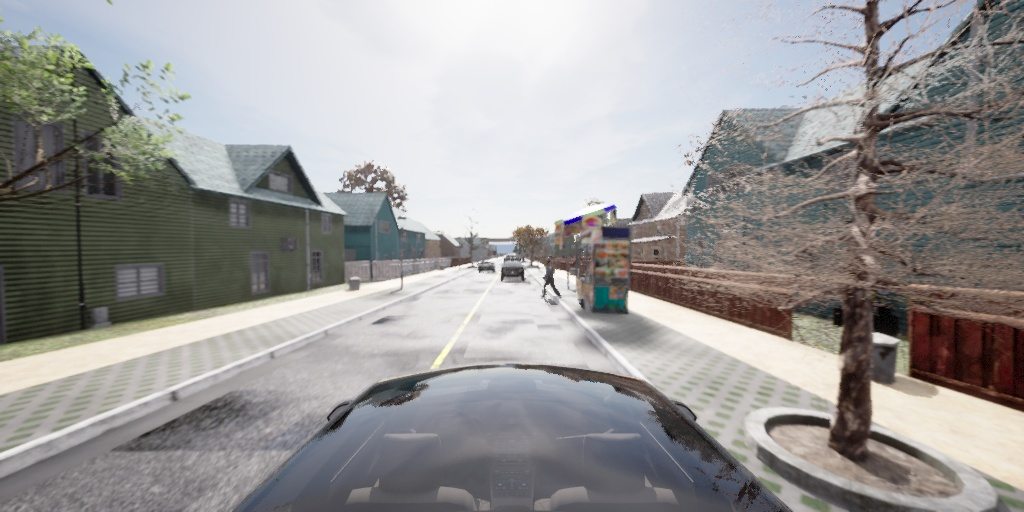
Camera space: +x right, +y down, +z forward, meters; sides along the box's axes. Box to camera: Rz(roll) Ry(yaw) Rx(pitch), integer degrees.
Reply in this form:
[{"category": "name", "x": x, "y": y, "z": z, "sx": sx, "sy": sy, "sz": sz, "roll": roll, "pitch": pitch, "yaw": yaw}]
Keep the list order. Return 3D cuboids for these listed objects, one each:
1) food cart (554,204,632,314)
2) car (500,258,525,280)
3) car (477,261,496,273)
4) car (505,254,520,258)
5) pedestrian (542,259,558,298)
[{"category": "food cart", "x": 3.011, "y": 0.174, "z": 12.954, "sx": 2.280, "sy": 3.560, "sz": 4.660, "roll": 0, "pitch": 0, "yaw": 0}, {"category": "car", "x": 0.063, "y": 1.128, "z": 29.358, "sx": 1.882, "sy": 1.535, "sz": 5.008, "roll": 0, "pitch": 0, "yaw": 1}, {"category": "car", "x": -2.837, "y": 1.214, "z": 40.838, "sx": 1.895, "sy": 1.301, "sz": 4.718, "roll": 0, "pitch": 0, "yaw": 0}, {"category": "car", "x": 0.070, "y": 0.822, "z": 45.417, "sx": 2.150, "sy": 2.045, "sz": 5.566, "roll": 0, "pitch": 0, "yaw": 0}, {"category": "pedestrian", "x": 1.645, "y": 0.993, "z": 15.637, "sx": 0.375, "sy": 1.860, "sz": 0.375, "roll": -2, "pitch": 2, "yaw": -5}]
